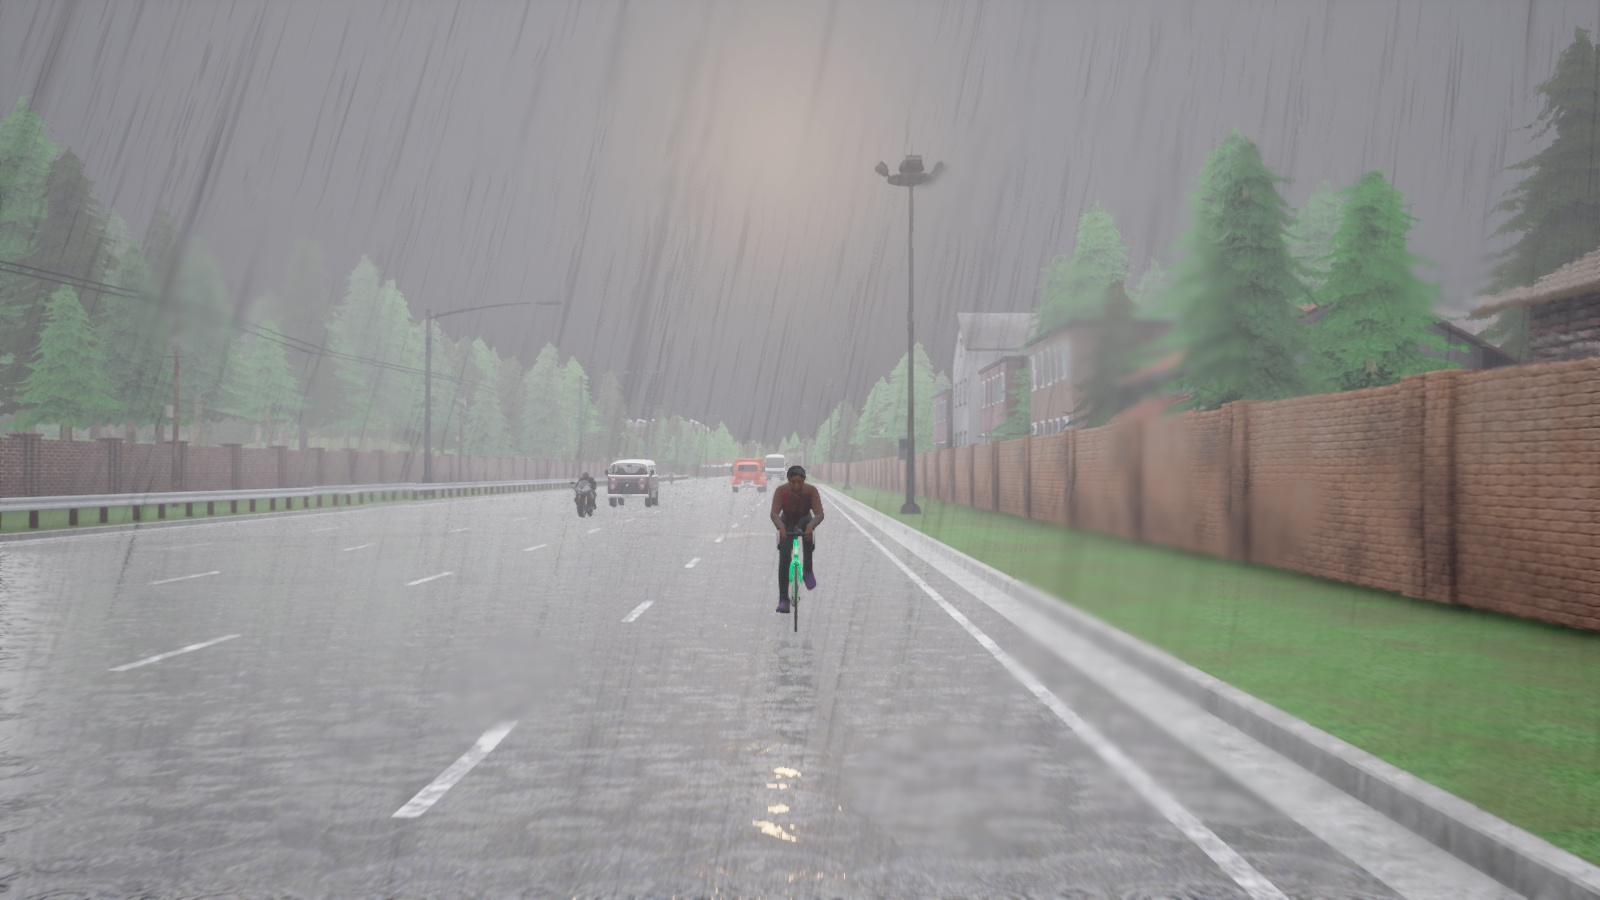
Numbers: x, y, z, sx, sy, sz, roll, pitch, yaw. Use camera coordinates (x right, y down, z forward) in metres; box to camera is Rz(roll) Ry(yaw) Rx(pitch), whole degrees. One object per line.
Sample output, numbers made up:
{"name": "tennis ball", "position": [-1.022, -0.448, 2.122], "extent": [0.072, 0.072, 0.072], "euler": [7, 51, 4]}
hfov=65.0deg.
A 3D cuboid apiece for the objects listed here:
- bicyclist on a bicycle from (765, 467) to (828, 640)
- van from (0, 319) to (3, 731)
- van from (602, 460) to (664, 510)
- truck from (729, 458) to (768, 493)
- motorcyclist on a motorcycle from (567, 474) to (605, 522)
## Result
{"name": "bicyclist on a bicycle", "position": [-0.031, 0.978, 12.572], "extent": [0.582, 1.620, 1.656], "euler": [0, -1, 0]}
{"name": "van", "position": [-3.505, 0.580, 1.647], "extent": [2.069, 2.038, 4.480], "euler": [0, -1, 0]}
{"name": "van", "position": [-7.133, 1.472, 54.094], "extent": [2.069, 2.038, 4.480], "euler": [0, -1, 0]}
{"name": "truck", "position": [-3.726, 1.875, 91.555], "extent": [2.627, 2.467, 5.204], "euler": [0, -1, 0]}
{"name": "motorcyclist on a motorcycle", "position": [-7.102, 1.577, 41.758], "extent": [0.866, 1.530, 2.191], "euler": [0, -1, 0]}
